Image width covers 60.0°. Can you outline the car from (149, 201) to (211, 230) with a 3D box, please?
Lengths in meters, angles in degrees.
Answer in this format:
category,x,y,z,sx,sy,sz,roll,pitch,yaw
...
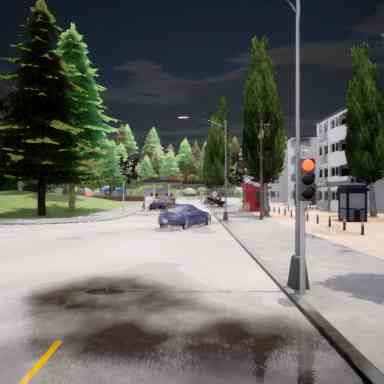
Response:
category,x,y,z,sx,sy,sz,roll,pitch,yaw
car,-0.456,1.526,21.225,1.812,1.442,4.674,1,1,29

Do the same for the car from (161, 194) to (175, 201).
category,x,y,z,sx,sy,sz,roll,pitch,yaw
car,-4.064,1.352,50.357,2.097,1.767,4.553,0,0,0

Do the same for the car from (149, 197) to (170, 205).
category,x,y,z,sx,sy,sz,roll,pitch,yaw
car,-4.082,1.601,40.464,1.895,1.301,4.718,0,0,0
